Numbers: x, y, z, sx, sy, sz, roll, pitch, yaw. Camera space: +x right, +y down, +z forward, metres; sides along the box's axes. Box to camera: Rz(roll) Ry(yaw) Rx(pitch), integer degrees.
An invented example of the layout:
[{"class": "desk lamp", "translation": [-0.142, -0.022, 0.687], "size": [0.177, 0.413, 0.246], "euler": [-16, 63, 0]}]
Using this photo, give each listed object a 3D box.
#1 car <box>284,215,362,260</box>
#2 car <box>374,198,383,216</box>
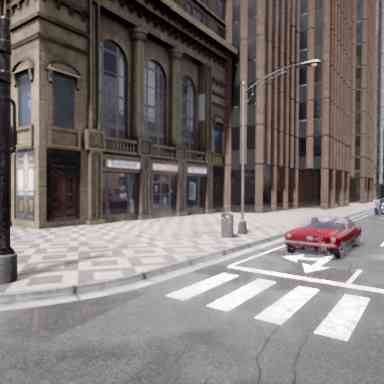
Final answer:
[{"class": "car", "translation": [5.184, 1.601, 12.851], "size": [1.895, 1.301, 4.718], "euler": [1, 0, 36]}, {"class": "car", "translation": [19.346, 1.386, 32.696], "size": [2.097, 1.767, 4.553], "euler": [1, 0, 35]}]
